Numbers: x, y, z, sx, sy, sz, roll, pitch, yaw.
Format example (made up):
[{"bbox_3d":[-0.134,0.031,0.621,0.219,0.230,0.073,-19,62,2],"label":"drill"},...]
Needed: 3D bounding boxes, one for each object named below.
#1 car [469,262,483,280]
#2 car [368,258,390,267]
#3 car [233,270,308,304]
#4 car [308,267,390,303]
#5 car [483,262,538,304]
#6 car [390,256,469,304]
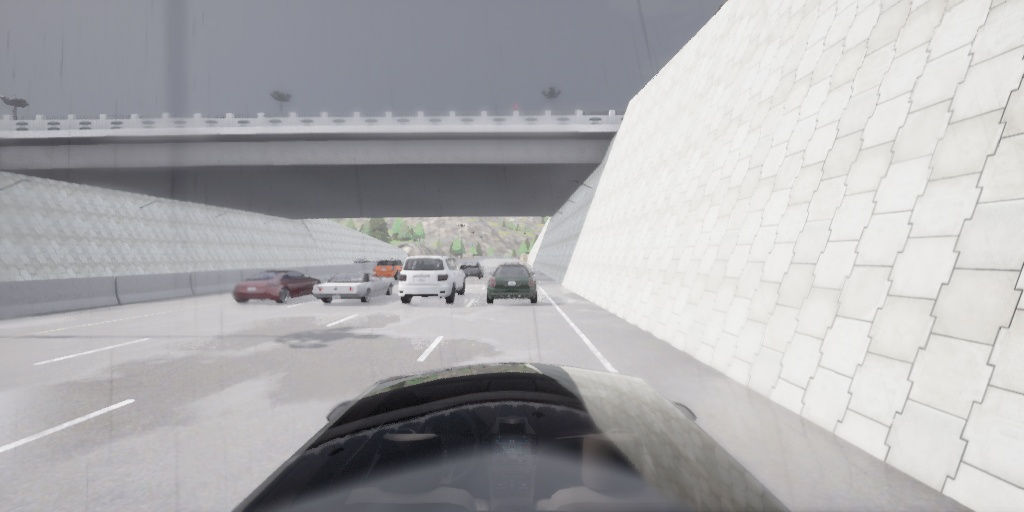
[{"bbox_3d":[-3.500,1.242,31.500,2.128,1.511,4.902,0,0,0],"label":"car"},{"bbox_3d":[-10.500,1.113,31.470,2.097,1.767,4.553,0,0,0],"label":"car"},{"bbox_3d":[-10.500,1.319,16.500,1.994,1.385,4.181,0,0,0],"label":"car"},{"bbox_3d":[-7.000,1.363,16.530,1.895,1.301,4.718,0,0,0],"label":"car"},{"bbox_3d":[0.000,1.113,16.470,2.097,1.767,4.553,0,0,0],"label":"car"},{"bbox_3d":[-3.500,1.005,16.530,2.150,2.045,5.566,0,0,0],"label":"car"}]
